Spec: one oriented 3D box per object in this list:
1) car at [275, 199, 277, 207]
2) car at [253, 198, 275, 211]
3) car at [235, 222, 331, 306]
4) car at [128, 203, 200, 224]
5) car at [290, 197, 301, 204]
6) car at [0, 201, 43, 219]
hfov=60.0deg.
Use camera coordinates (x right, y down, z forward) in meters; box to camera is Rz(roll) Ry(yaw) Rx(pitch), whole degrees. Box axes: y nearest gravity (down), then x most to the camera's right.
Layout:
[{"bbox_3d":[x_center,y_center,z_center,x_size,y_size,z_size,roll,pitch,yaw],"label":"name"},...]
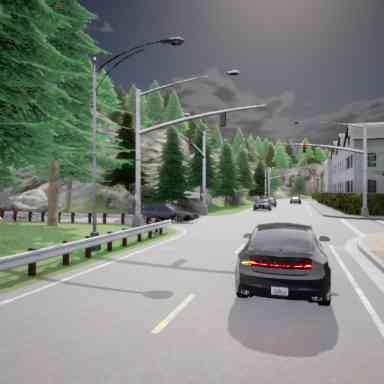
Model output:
[{"bbox_3d":[11.814,1.564,50.606,1.994,1.385,4.181,0,0,18],"label":"car"},{"bbox_3d":[8.786,1.564,41.075,1.994,1.385,4.181,0,0,18],"label":"car"},{"bbox_3d":[2.269,1.505,8.188,1.837,1.490,4.892,0,0,17],"label":"car"},{"bbox_3d":[-2.191,1.560,24.980,5.357,1.411,2.033,0,0,17],"label":"car"},{"bbox_3d":[19.446,1.564,62.498,1.994,1.385,4.181,0,0,18],"label":"car"},{"bbox_3d":[-15.329,1.541,29.042,4.674,1.442,1.812,0,0,17],"label":"car"}]
